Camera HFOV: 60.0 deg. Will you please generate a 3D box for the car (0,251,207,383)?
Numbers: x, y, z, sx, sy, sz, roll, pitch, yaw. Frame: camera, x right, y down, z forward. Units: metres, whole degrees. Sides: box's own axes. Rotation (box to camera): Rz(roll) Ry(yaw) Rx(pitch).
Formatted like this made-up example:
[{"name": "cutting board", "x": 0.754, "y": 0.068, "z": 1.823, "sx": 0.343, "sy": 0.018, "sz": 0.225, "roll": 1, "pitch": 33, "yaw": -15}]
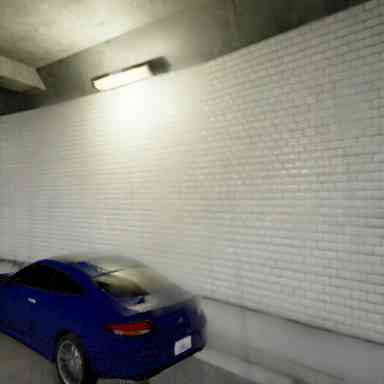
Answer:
[{"name": "car", "x": -1.907, "y": 1.718, "z": 5.472, "sx": 4.674, "sy": 1.442, "sz": 1.812, "roll": -1, "pitch": -3, "yaw": 39}]
